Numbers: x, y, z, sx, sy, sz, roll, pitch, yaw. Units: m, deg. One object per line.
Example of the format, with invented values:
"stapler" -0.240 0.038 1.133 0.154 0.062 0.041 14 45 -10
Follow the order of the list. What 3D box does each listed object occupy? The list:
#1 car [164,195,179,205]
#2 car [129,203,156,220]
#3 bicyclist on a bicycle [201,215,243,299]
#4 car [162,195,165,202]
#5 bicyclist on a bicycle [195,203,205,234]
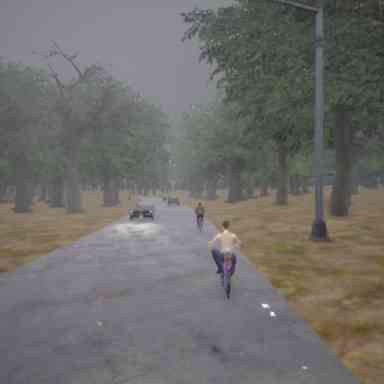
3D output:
"car" -3.217 1.405 55.986 1.837 1.490 4.892 0 0 -6
"car" -3.929 1.542 27.071 1.895 1.301 4.718 0 0 -3
"bicyclist on a bicycle" 0.735 1.420 7.401 0.866 1.612 1.509 0 0 -1
"car" -5.614 1.401 73.504 1.812 1.442 4.674 0 0 -9
"bicyclist on a bicycle" 0.435 1.414 17.973 0.582 1.620 1.656 0 0 -2
